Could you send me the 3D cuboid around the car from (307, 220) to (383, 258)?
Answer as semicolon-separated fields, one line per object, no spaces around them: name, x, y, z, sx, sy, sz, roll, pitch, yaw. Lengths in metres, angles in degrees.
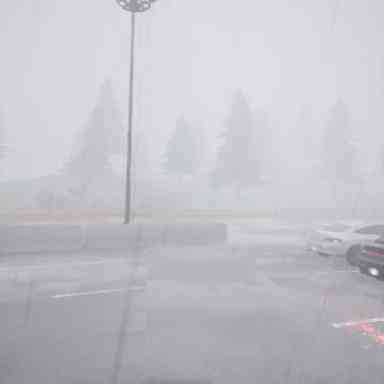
car;6.537;1.774;12.175;4.674;1.442;1.812;1;-1;-13

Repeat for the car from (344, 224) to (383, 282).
car;6.774;1.707;8.674;4.892;1.490;1.837;0;-1;-14
